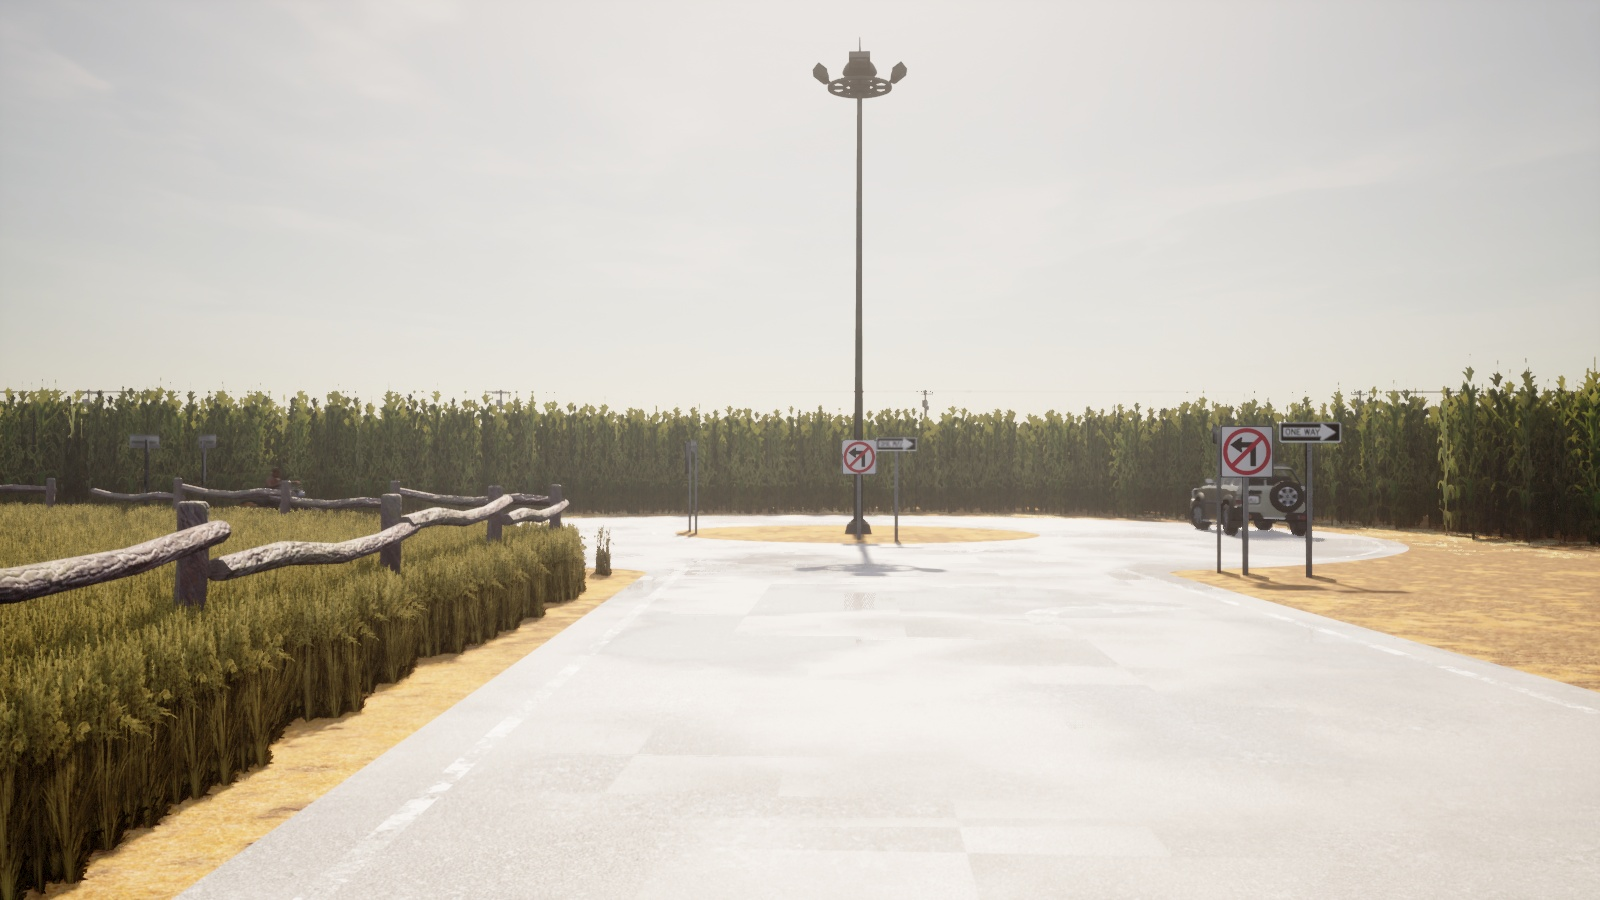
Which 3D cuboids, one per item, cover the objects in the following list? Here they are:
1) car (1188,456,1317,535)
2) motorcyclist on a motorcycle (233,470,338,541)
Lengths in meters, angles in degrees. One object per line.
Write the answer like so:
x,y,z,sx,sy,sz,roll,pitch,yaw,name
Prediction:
11.535,1.127,32.369,1.932,1.855,4.605,0,-1,4,car
-12.399,1.322,30.283,2.350,1.649,0.766,0,0,14,motorcyclist on a motorcycle
